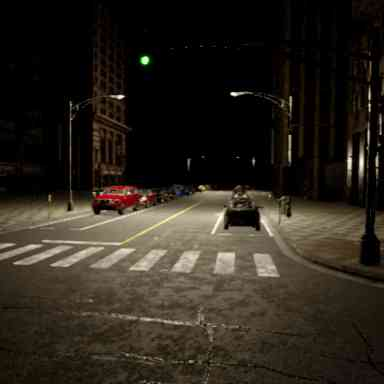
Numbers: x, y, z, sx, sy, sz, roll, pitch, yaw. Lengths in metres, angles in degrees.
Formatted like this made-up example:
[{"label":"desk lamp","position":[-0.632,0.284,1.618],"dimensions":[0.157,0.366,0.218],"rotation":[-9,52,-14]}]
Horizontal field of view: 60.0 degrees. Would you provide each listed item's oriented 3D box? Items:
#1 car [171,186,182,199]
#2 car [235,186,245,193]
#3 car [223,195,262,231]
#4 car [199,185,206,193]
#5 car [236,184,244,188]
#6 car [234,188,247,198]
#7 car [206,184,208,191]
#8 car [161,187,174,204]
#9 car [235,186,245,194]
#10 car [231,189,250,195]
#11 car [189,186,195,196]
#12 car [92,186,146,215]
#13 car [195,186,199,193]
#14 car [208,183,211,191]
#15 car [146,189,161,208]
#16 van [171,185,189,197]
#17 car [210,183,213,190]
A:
[{"label":"car","position":[-2.773,0.291,40.048],"dimensions":[1.802,1.307,4.206],"rotation":[1,2,8]},{"label":"car","position":[10.426,-0.582,72.354],"dimensions":[1.887,1.381,4.507],"rotation":[1,2,8]},{"label":"car","position":[2.496,1.055,16.533],"dimensions":[2.008,1.369,4.403],"rotation":[1,2,8]},{"label":"car","position":[1.191,-0.537,67.959],"dimensions":[1.947,1.339,4.313],"rotation":[1,2,8]},{"label":"car","position":[6.462,0.123,44.440],"dimensions":[1.967,1.590,4.097],"rotation":[1,2,8]},{"label":"car","position":[7.254,0.102,50.026],"dimensions":[1.802,1.307,4.206],"rotation":[1,2,8]},{"label":"car","position":[1.961,-0.734,73.372],"dimensions":[1.752,1.417,4.829],"rotation":[1,2,8]},{"label":"car","position":[-3.566,0.439,34.466],"dimensions":[1.947,1.339,4.313],"rotation":[1,2,8]},{"label":"car","position":[9.633,-0.421,66.772],"dimensions":[1.887,1.381,4.507],"rotation":[1,2,8]},{"label":"car","position":[4.082,0.726,27.697],"dimensions":[2.008,1.369,4.403],"rotation":[1,2,8]},{"label":"car","position":[-1.186,-0.177,51.208],"dimensions":[1.967,1.590,4.097],"rotation":[1,2,8]},{"label":"car","position":[-5.150,0.518,23.293],"dimensions":[2.192,1.841,5.009],"rotation":[1,2,8]},{"label":"car","position":[-0.418,-0.250,56.625],"dimensions":[1.752,1.417,4.829],"rotation":[1,2,8]},{"label":"car","position":[2.777,-0.858,79.124],"dimensions":[1.947,1.339,4.313],"rotation":[1,2,8]},{"label":"car","position":[-4.358,0.478,28.880],"dimensions":[1.967,1.590,4.097],"rotation":[1,2,8]},{"label":"van","position":[-1.978,-0.113,45.623],"dimensions":[1.690,1.788,3.998],"rotation":[1,2,8]},{"label":"car","position":[3.547,-1.054,84.537],"dimensions":[1.752,1.417,4.829],"rotation":[1,2,8]}]
